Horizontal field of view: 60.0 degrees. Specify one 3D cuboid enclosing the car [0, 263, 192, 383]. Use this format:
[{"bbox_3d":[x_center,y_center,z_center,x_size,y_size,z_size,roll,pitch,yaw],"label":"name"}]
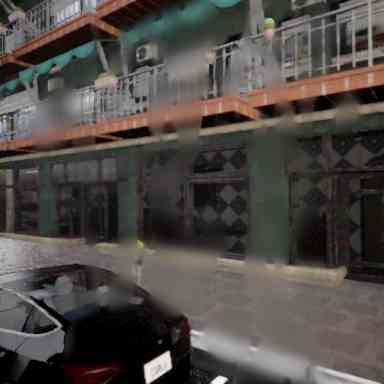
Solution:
[{"bbox_3d":[-1.991,1.594,4.143,4.313,1.339,1.947,-1,-1,35],"label":"car"}]
